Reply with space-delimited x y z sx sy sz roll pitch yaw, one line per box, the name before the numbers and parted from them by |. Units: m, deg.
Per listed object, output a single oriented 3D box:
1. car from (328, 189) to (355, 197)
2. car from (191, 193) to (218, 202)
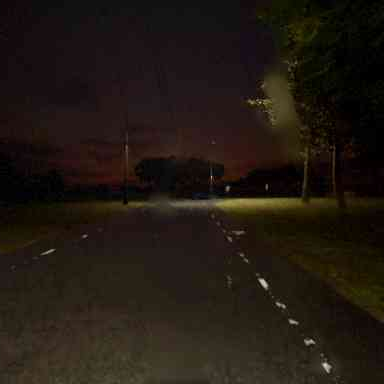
car | 29.037 0.252 64.679 5.008 1.535 1.882 -1 -1 -1
car | 2.111 0.886 57.177 4.674 1.442 1.812 -1 1 -1
